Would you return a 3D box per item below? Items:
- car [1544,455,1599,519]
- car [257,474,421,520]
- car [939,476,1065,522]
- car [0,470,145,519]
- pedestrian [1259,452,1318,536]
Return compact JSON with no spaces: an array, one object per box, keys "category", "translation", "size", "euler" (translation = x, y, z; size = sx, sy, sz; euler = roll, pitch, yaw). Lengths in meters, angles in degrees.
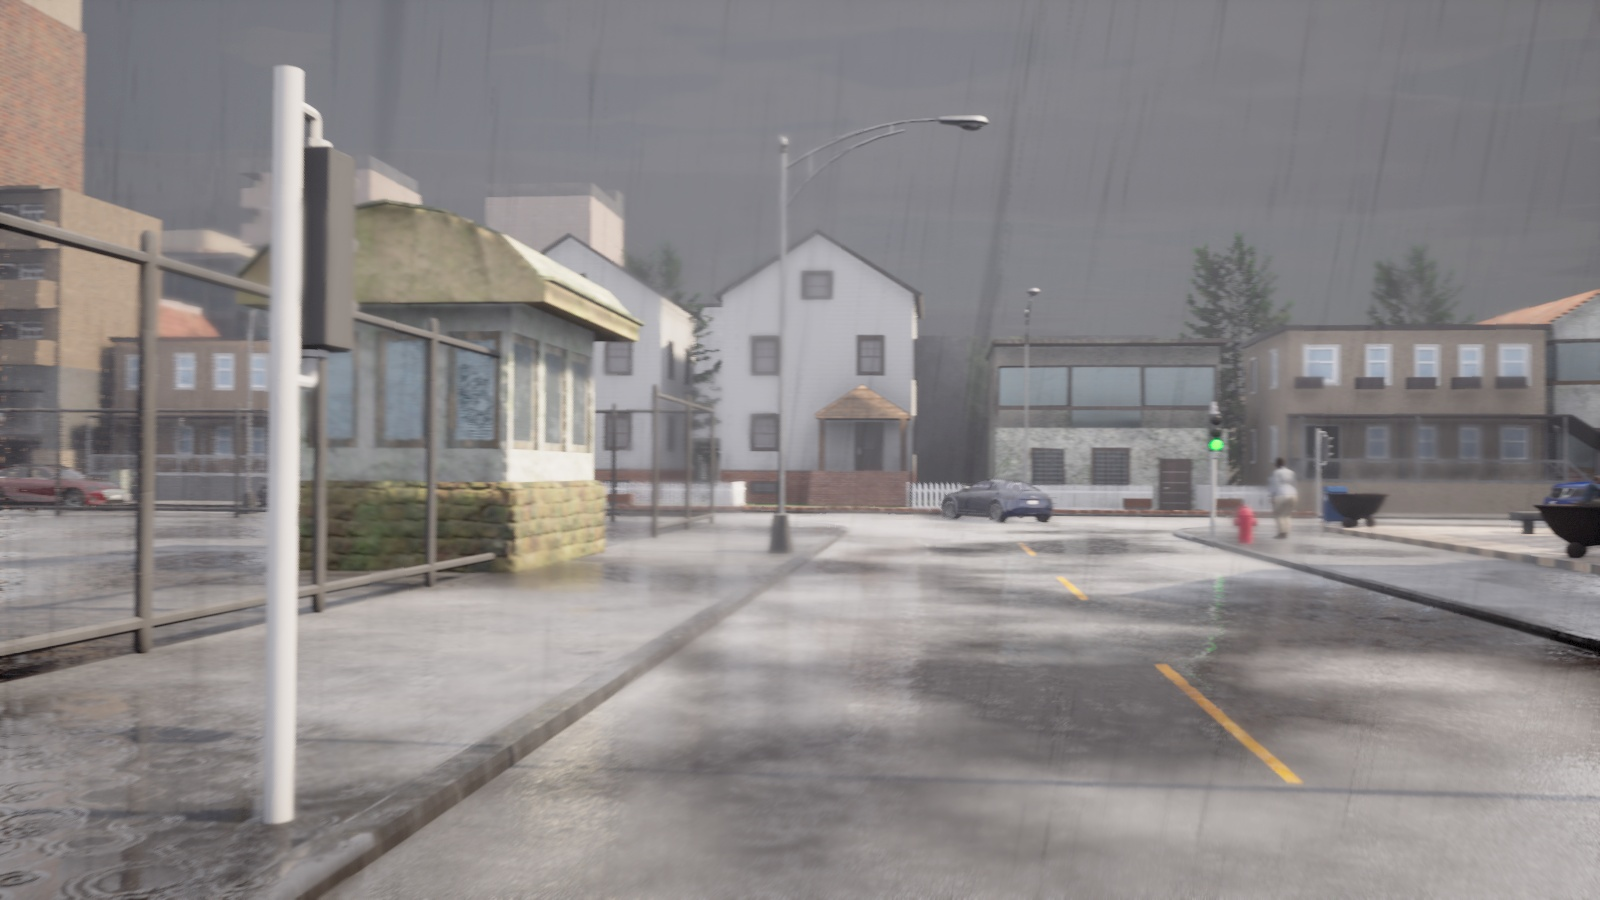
[{"category":"car","translation":[27.886,1.200,41.206],"size":[5.566,2.045,2.150],"euler":[0,-1,6]},{"category":"car","translation":[-15.453,1.549,42.214],"size":[4.892,1.490,1.837],"euler":[0,-1,9]},{"category":"car","translation":[6.458,1.558,40.611],"size":[1.994,1.385,4.181],"euler":[1,-1,-26]},{"category":"car","translation":[-25.526,1.504,43.350],"size":[4.856,1.649,2.033],"euler":[0,-1,8]},{"category":"pedestrian","translation":[11.066,0.991,28.485],"size":[0.874,1.855,0.900],"euler":[0,-1,-15]}]
